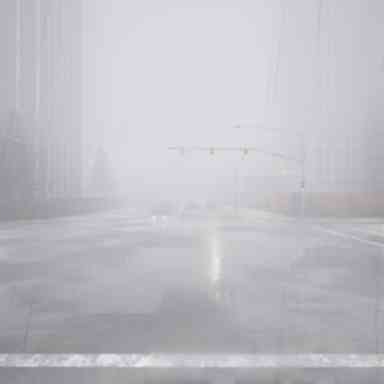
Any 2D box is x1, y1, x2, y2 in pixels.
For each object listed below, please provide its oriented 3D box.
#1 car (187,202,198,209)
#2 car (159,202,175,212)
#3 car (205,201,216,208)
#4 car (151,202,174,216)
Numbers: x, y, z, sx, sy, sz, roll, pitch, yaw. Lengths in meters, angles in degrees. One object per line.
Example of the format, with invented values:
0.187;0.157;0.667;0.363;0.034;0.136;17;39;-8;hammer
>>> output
0.142;2.326;58.446;1.895;1.301;4.718;0;-1;0;car
-3.562;2.156;49.046;2.033;1.411;5.357;0;-1;-1;car
3.545;2.382;62.969;1.895;1.301;4.718;0;-1;0;car
-3.571;2.045;38.747;1.994;1.385;4.181;0;-1;0;car
